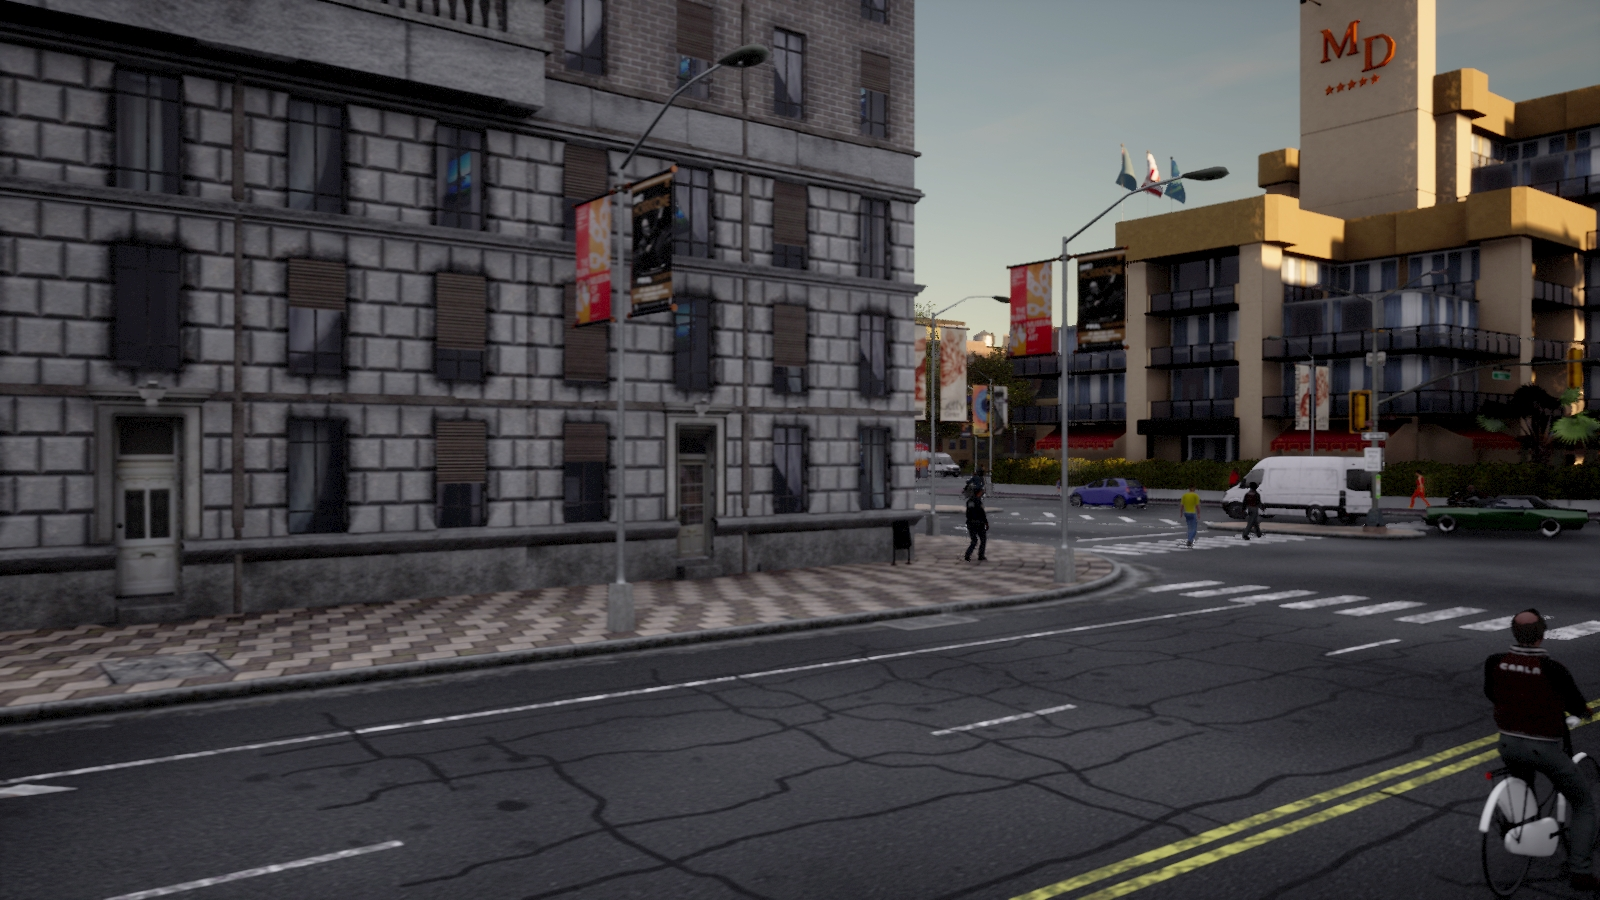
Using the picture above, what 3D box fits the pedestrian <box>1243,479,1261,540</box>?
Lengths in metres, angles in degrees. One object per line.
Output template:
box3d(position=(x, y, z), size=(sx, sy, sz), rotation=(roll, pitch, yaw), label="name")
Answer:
box3d(position=(14.034, 1.849, 35.454), size=(0.375, 1.860, 0.375), rotation=(0, 0, -34), label="pedestrian")

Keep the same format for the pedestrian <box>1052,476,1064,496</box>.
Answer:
box3d(position=(14.912, 2.076, 66.045), size=(0.500, 1.100, 0.500), rotation=(0, 0, -38), label="pedestrian")

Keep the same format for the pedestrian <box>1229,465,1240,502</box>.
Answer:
box3d(position=(21.843, 1.697, 57.464), size=(0.375, 1.860, 0.375), rotation=(0, 0, -38), label="pedestrian")

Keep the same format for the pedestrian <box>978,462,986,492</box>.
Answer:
box3d(position=(11.342, 1.698, 71.296), size=(0.375, 1.860, 0.375), rotation=(0, 0, -27), label="pedestrian")

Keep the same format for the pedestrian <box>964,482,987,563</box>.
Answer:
box3d(position=(4.130, 1.696, 26.868), size=(0.375, 1.860, 0.375), rotation=(0, 0, -38), label="pedestrian")

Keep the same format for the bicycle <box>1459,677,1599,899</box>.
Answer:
box3d(position=(4.924, 2.210, 7.485), size=(1.835, 1.171, 0.329), rotation=(0, 0, -36), label="bicycle")

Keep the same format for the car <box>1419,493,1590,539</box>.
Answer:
box3d(position=(23.454, 2.155, 38.106), size=(4.718, 1.301, 1.895), rotation=(0, 0, 36), label="car")

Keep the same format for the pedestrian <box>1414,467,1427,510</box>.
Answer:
box3d(position=(27.319, 1.696, 50.297), size=(0.375, 1.860, 0.375), rotation=(0, 0, -37), label="pedestrian")

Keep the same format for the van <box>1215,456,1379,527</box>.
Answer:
box3d(position=(19.344, 1.535, 44.796), size=(1.988, 2.561, 5.915), rotation=(0, 0, -29), label="van")

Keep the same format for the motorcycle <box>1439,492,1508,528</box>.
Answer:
box3d(position=(25.077, 2.205, 42.574), size=(2.209, 1.251, 0.867), rotation=(0, 0, 31), label="motorcycle")

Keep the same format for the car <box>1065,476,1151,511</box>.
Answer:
box3d(position=(14.725, 2.039, 54.771), size=(1.845, 1.501, 3.633), rotation=(0, 0, -38), label="car")

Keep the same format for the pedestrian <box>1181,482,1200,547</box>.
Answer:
box3d(position=(11.236, 1.849, 32.875), size=(0.375, 1.860, 0.375), rotation=(0, 0, -43), label="pedestrian")

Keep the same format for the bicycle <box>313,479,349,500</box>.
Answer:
box3d(position=(-26.540, 2.242, 64.661), size=(1.835, 1.171, 0.329), rotation=(-1, -7, 2), label="bicycle")
